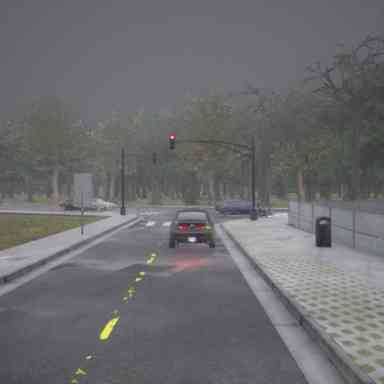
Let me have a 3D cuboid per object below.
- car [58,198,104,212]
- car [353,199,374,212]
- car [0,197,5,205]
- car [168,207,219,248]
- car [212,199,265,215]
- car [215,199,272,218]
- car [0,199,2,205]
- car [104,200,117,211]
[{"bbox_3d":[-12.808,1.500,37.529,4.892,1.490,1.837,0,0,23],"label":"car"},{"bbox_3d":[16.223,1.460,32.250,4.902,1.511,2.128,0,0,22],"label":"car"},{"bbox_3d":[-35.315,1.545,58.032,4.902,1.511,2.128,0,0,24],"label":"car"},{"bbox_3d":[0.008,1.505,14.713,1.837,1.490,4.892,0,0,0],"label":"car"},{"bbox_3d":[4.705,1.473,33.503,4.902,1.511,2.128,0,0,23],"label":"car"},{"bbox_3d":[4.797,1.506,29.912,4.674,1.442,1.812,0,0,23],"label":"car"},{"bbox_3d":[-30.437,1.553,48.699,4.674,1.442,1.812,0,0,24],"label":"car"},{"bbox_3d":[-11.416,1.532,40.468,4.674,1.442,1.812,0,0,23],"label":"car"}]
